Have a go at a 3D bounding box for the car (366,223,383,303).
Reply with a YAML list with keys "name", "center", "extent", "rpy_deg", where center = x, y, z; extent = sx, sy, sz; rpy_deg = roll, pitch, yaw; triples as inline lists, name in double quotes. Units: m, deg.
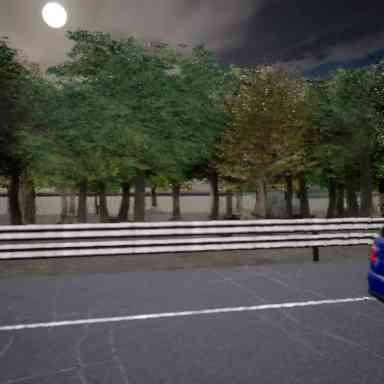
- name: "car"
  center: [5.788, 1.216, 5.596]
  extent: [5.566, 2.045, 2.150]
  rpy_deg: [0, 0, -12]
